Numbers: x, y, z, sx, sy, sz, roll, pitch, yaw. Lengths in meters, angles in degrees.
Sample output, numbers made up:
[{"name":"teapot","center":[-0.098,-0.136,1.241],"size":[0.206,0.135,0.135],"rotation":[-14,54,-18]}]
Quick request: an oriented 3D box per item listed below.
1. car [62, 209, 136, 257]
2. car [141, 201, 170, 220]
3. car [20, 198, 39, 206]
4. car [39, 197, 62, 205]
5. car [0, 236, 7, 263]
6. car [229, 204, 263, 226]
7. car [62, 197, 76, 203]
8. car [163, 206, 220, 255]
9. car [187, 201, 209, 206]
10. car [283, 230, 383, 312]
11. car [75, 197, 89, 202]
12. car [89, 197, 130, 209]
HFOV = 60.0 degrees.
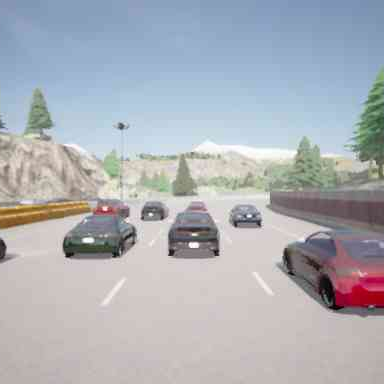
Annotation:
[{"name":"car","center":[-3.429,1.566,13.019],"size":[1.994,1.385,4.181],"rotation":[0,0,0]},{"name":"car","center":[-3.074,1.507,28.392],"size":[1.837,1.490,4.892],"rotation":[0,0,4]},{"name":"car","center":[-24.724,1.612,52.243],"size":[1.895,1.301,4.718],"rotation":[0,0,12]},{"name":"car","center":[-21.119,1.557,52.390],"size":[2.033,1.411,5.357],"rotation":[0,0,12]},{"name":"car","center":[-6.944,1.528,8.880],"size":[1.812,1.442,4.674],"rotation":[0,0,0]},{"name":"car","center":[3.657,1.548,23.257],"size":[2.033,1.411,5.357],"rotation":[0,0,2]},{"name":"car","center":[-17.587,1.500,52.096],"size":[2.128,1.511,4.902],"rotation":[0,0,12]},{"name":"car","center":[0.071,1.505,13.317],"size":[1.837,1.490,4.892],"rotation":[0,0,0]},{"name":"car","center":[0.483,1.527,29.140],"size":[1.812,1.442,4.674],"rotation":[0,0,4]},{"name":"car","center":[3.550,1.564,7.789],"size":[1.994,1.385,4.181],"rotation":[0,0,1]},{"name":"car","center":[-14.703,1.533,48.847],"size":[1.812,1.442,4.674],"rotation":[0,0,11]},{"name":"car","center":[-6.609,1.356,27.857],"size":[2.097,1.767,4.553],"rotation":[0,0,3]}]
